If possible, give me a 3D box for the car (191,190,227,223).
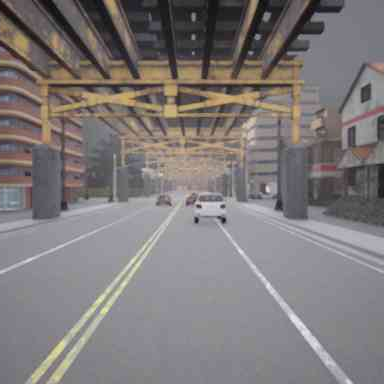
[{"bbox_3d":[1.224,1.061,24.031,2.150,2.045,5.566,0,1,0],"label":"car"}]

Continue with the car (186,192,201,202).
[{"bbox_3d":[0.191,0.809,57.955,1.882,1.535,5.008,0,1,-10],"label":"car"}]

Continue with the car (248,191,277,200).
[{"bbox_3d":[13.258,0.722,61.806,4.974,1.542,2.038,0,1,-20],"label":"car"}]

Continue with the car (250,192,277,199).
[{"bbox_3d":[13.307,0.564,61.822,4.536,1.218,1.853,0,1,-20],"label":"car"}]

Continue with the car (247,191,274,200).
[{"bbox_3d":[13.584,0.656,65.965,4.974,1.542,2.038,0,1,25],"label":"car"}]

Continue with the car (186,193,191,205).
[{"bbox_3d":[0.161,1.090,45.781,1.994,1.385,4.181,0,1,0],"label":"car"}]

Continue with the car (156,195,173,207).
[{"bbox_3d":[-3.547,1.099,42.757,1.812,1.442,4.674,0,1,1],"label":"car"}]

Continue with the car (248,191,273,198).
[{"bbox_3d":[13.631,0.499,65.940,4.536,1.218,1.853,0,1,25],"label":"car"}]
